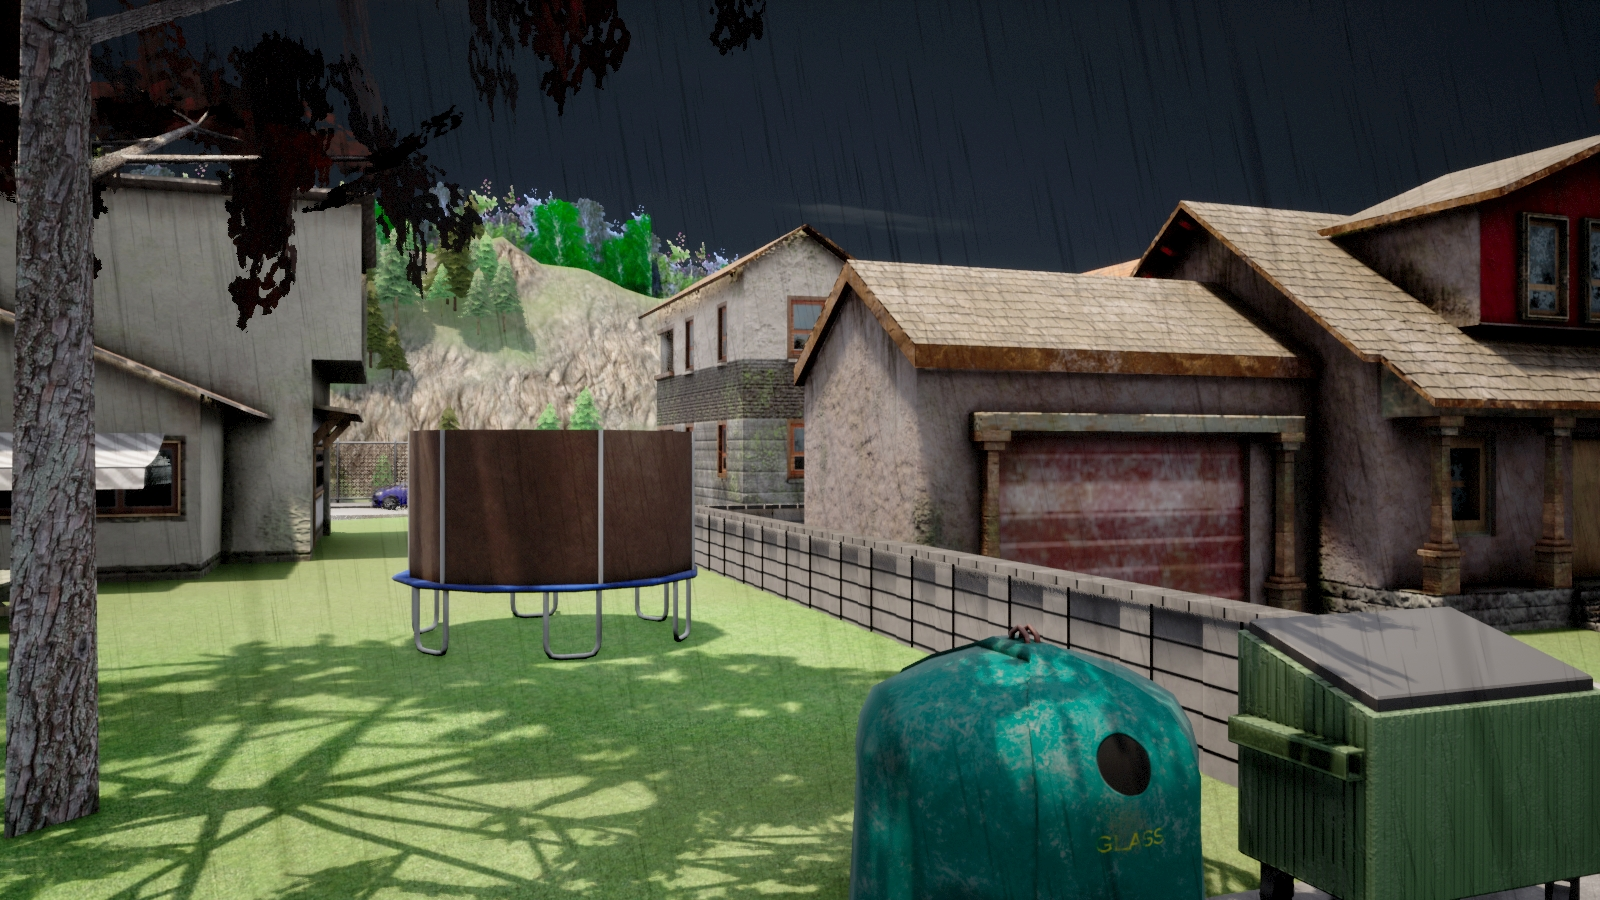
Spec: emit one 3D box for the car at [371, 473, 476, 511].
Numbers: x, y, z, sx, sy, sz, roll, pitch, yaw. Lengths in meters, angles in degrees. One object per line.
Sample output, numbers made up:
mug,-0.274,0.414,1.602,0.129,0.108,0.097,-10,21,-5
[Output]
car,-17.892,1.966,54.281,4.611,1.667,2.242,0,0,-20
